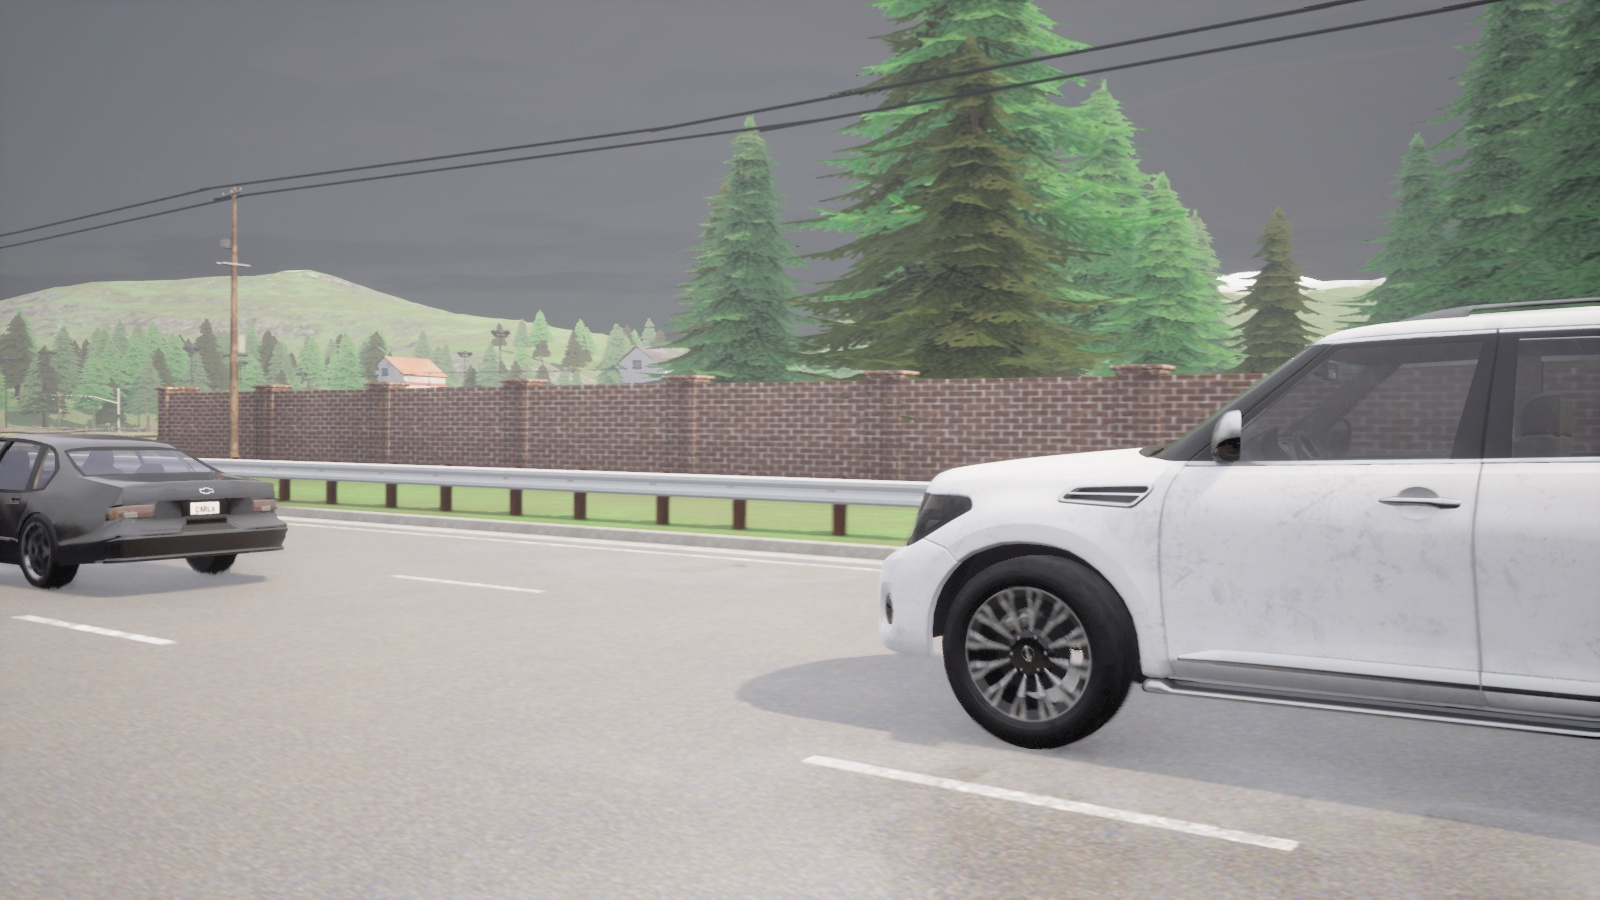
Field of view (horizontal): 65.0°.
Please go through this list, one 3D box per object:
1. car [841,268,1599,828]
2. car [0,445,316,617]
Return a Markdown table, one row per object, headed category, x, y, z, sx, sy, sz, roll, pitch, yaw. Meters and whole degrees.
| category | x | y | z | sx | sy | sz | roll | pitch | yaw |
| --- | --- | --- | --- | --- | --- | --- | --- | --- | --- |
| car | 3.130 | 0.344 | 5.740 | 5.566 | 2.045 | 2.150 | 0 | 1 | 34 |
| car | -7.492 | 0.672 | 12.803 | 5.357 | 1.411 | 2.033 | 0 | 1 | 34 |
